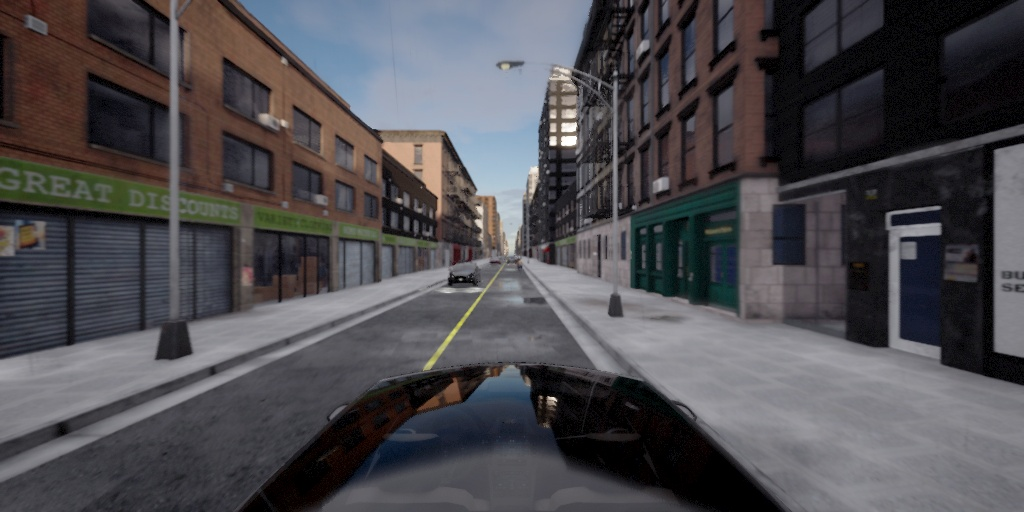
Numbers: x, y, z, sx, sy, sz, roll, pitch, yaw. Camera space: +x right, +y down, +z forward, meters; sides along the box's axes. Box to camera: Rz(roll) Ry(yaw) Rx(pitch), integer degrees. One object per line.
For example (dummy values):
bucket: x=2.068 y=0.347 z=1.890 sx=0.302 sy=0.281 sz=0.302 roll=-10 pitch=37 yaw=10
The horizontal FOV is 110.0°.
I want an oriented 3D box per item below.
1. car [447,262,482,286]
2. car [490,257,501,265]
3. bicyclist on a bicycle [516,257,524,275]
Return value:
car: x=-3.100 y=1.165 z=24.067 sx=1.837 sy=1.490 sz=4.892 roll=0 pitch=0 yaw=0
car: x=-3.024 y=0.850 z=65.118 sx=1.882 sy=1.535 sz=5.008 roll=0 pitch=1 yaw=0
bicyclist on a bicycle: x=0.824 y=1.026 z=35.816 sx=0.866 sy=1.612 sz=1.509 roll=0 pitch=1 yaw=0
